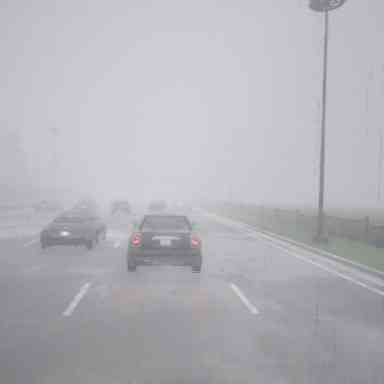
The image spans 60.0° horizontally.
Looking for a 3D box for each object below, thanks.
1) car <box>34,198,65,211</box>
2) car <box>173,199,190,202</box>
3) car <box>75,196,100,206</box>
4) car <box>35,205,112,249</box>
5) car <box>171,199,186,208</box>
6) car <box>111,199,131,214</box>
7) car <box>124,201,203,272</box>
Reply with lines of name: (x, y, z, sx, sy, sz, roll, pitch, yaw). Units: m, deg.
car: (-13.981, 1.253, 32.924, 1.994, 1.385, 4.181, 2, 0, -6)
car: (-1.025, 1.673, 41.995, 1.812, 1.442, 4.674, 2, 0, -6)
car: (-10.525, 1.367, 33.492, 1.994, 1.385, 4.181, 2, 0, -6)
car: (-4.797, 1.469, 13.982, 1.994, 1.385, 4.181, 2, 0, -6)
car: (-2.199, 1.754, 52.309, 1.895, 1.301, 4.718, 2, 0, -7)
car: (-6.971, 1.424, 33.206, 1.837, 1.490, 4.892, 2, 0, -6)
car: (-0.936, 1.371, 11.026, 2.097, 1.767, 4.553, 2, 0, -6)
